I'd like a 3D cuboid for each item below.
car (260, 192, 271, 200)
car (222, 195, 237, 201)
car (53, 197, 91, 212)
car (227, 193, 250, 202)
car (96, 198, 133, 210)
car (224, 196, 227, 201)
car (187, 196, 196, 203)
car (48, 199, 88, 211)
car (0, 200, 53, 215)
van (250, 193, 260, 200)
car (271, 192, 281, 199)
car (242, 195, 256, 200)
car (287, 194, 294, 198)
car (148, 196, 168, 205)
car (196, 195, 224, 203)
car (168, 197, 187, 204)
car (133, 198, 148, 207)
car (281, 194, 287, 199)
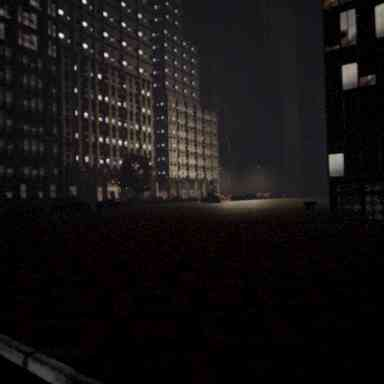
[{"bbox_3d":[15.837,1.094,76.548,1.967,1.590,4.097,-2,-1,35],"label":"car"},{"bbox_3d":[9.165,1.463,81.125,1.887,1.381,4.507,-2,-1,35],"label":"car"},{"bbox_3d":[-12.737,1.317,35.201,1.967,1.590,4.097,-2,-1,35],"label":"car"},{"bbox_3d":[9.457,1.141,67.381,1.967,1.590,4.097,-2,-1,35],"label":"car"},{"bbox_3d":[-9.565,1.432,39.798,1.802,1.307,4.206,-2,-1,35],"label":"car"},{"bbox_3d":[5.989,1.381,76.519,1.967,1.590,4.097,-2,-1,35],"label":"car"},{"bbox_3d":[-0.356,1.537,67.305,2.008,1.369,4.403,-2,-1,35],"label":"car"},{"bbox_3d":[-16.321,1.639,44.132,1.752,1.417,4.829,-2,-1,35],"label":"car"},{"bbox_3d":[-15.807,1.430,30.741,1.752,1.417,4.829,-2,-1,35],"label":"car"},{"bbox_3d":[12.650,1.018,71.961,1.690,1.788,3.998,-2,-1,35],"label":"van"},{"bbox_3d":[19.025,0.947,81.133,2.192,1.841,5.009,-2,-1,35],"label":"car"},{"bbox_3d":[15.513,1.420,90.337,1.887,1.381,4.507,-2,-1,35],"label":"car"},{"bbox_3d":[25.501,1.113,90.443,1.752,1.417,4.829,-2,-1,35],"label":"car"},{"bbox_3d":[-6.706,1.475,58.093,1.967,1.590,4.097,-2,-1,35],"label":"car"},{"bbox_3d":[3.213,1.272,58.326,1.752,1.417,4.829,-2,-1,35],"label":"car"},{"bbox_3d":[-3.530,1.555,62.698,1.887,1.381,4.507,-2,-1,35],"label":"car"},{"bbox_3d":[-9.543,1.537,49.358,2.033,1.411,5.357,-2,-1,35],"label":"car"},{"bbox_3d":[22.237,1.175,85.703,1.947,1.339,4.313,-2,-1,35],"label":"car"}]
